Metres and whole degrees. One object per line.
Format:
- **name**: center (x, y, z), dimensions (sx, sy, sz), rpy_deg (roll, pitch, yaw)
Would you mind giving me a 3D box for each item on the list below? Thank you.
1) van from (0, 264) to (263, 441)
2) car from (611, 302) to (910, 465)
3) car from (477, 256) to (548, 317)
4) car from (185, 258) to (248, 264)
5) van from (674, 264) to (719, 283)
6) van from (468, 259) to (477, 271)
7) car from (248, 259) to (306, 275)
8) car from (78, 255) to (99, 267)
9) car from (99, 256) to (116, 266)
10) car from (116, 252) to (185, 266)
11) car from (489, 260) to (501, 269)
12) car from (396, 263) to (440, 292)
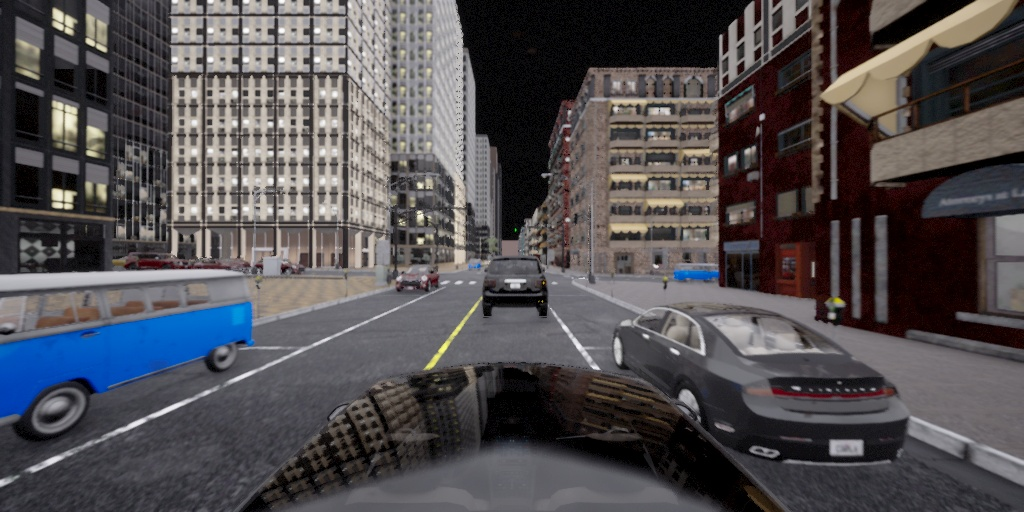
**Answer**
- **van**: center (-5.689, 1.106, 5.066), dimensions (1.690, 1.789, 3.998), rpy_deg (0, 0, 0)
- **car**: center (2.691, 1.315, 5.065), dimensions (2.007, 1.370, 4.403), rpy_deg (0, 0, 0)
- **car**: center (0.103, 1.022, 13.512), dimensions (2.150, 2.045, 5.566), rpy_deg (0, -1, 0)
- **car**: center (-26.716, 0.993, 32.772), dimensions (4.207, 1.307, 1.802), rpy_deg (0, 0, 0)
- **van**: center (16.917, 1.593, 32.723), dimensions (3.998, 1.789, 1.690), rpy_deg (0, 0, 0)
- **van**: center (-5.682, 1.336, 54.485), dimensions (1.690, 1.789, 3.998), rpy_deg (0, 0, 0)
- **car**: center (-21.142, 0.958, 32.783), dimensions (4.097, 1.591, 1.967), rpy_deg (0, 0, 0)
- **car**: center (-49.100, 0.572, 41.107), dimensions (4.313, 1.339, 1.948), rpy_deg (0, 0, 0)
- **car**: center (-43.693, 0.639, 41.119), dimensions (4.829, 1.417, 1.751), rpy_deg (0, 0, 0)
- **car**: center (-32.290, 0.619, 32.760), dimensions (5.009, 1.841, 2.192), rpy_deg (0, 0, 0)
- **car**: center (-3.020, 1.527, 65.089), dimensions (1.882, 1.535, 5.008), rpy_deg (0, 0, 0)
- **car**: center (-5.687, 1.281, 22.012), dimensions (1.967, 1.591, 4.097), rpy_deg (0, 0, 0)
